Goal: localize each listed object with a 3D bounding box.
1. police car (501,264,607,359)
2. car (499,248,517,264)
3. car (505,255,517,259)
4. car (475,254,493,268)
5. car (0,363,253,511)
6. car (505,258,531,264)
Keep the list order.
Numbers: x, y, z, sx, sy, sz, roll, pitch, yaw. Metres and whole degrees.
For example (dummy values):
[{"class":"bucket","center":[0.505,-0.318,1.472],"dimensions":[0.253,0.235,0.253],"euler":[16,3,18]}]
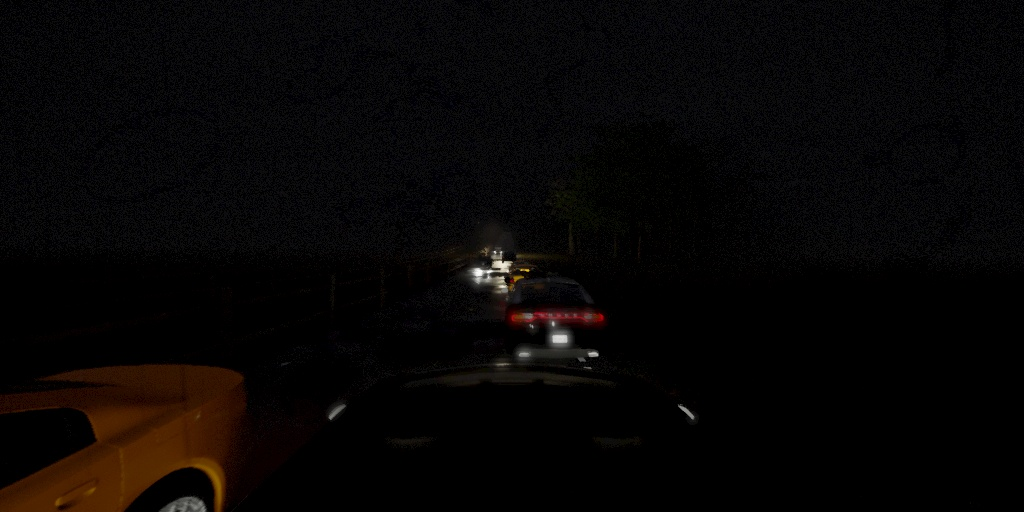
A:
[{"class":"police car","center":[0.769,1.149,8.510],"dimensions":[1.930,1.638,5.238],"euler":[0,0,-1]},{"class":"car","center":[-0.392,0.111,51.834],"dimensions":[2.097,1.767,4.553],"euler":[0,2,0]},{"class":"car","center":[0.620,0.969,24.586],"dimensions":[1.801,1.575,5.366],"euler":[0,1,-1]},{"class":"car","center":[-3.216,0.553,42.086],"dimensions":[2.128,1.511,4.902],"euler":[0,2,-1]},{"class":"car","center":[-2.833,1.229,0.536],"dimensions":[1.882,1.535,5.008],"euler":[0,0,-1]},{"class":"car","center":[0.675,1.072,18.587],"dimensions":[1.801,1.575,5.366],"euler":[0,1,-1]}]
